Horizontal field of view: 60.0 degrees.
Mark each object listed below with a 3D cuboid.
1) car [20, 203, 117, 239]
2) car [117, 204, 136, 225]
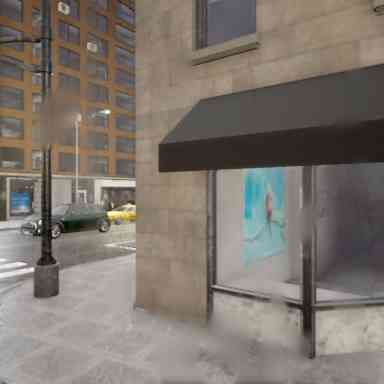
[{"bbox_3d":[-6.640,1.391,17.828,2.097,1.767,4.553,0,0,36],"label":"car"},{"bbox_3d":[-4.835,1.577,24.653,1.752,1.417,4.829,0,0,36],"label":"car"}]
